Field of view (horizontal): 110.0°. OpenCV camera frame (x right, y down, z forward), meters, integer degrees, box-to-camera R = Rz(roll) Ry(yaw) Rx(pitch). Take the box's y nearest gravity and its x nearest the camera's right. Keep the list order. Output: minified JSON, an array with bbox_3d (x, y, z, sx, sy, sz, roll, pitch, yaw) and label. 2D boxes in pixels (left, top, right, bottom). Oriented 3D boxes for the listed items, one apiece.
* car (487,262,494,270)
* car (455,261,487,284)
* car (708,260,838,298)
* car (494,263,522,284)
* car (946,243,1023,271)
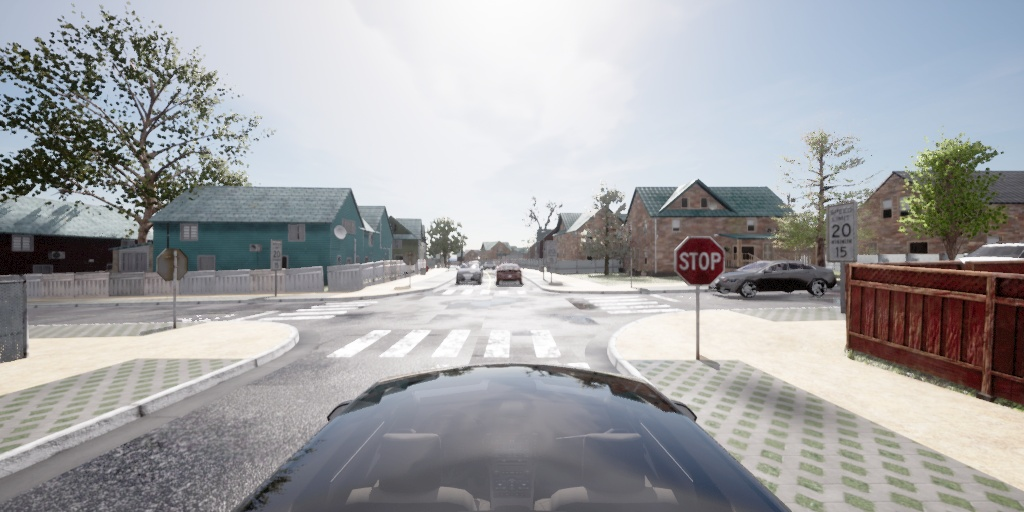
[{"bbox_3d":[-3.678,1.616,57.938,1.895,1.301,4.718,0,-1,-10],"label":"car"},{"bbox_3d":[-3.243,1.322,27.733,2.128,1.511,4.902,0,0,-3],"label":"car"},{"bbox_3d":[11.140,0.951,15.534,4.902,1.511,2.128,-1,0,0],"label":"car"},{"bbox_3d":[-0.285,1.308,27.878,1.882,1.535,5.008,0,0,-3],"label":"car"},{"bbox_3d":[21.864,0.426,15.491,5.566,2.045,2.150,-1,0,0],"label":"car"}]
